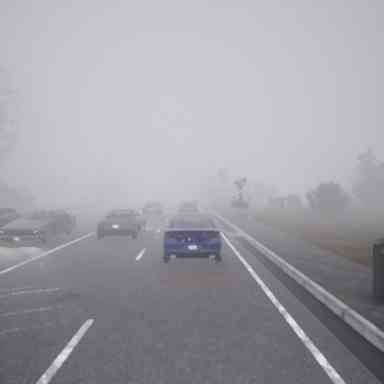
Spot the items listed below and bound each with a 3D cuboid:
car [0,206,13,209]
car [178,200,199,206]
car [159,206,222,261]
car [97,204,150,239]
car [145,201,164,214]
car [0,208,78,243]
[{"bbox_3d":[-10.780,1.511,17.697,1.837,1.490,4.892,0,0,-1],"label":"car"},{"bbox_3d":[-0.345,1.495,32.832,2.128,1.511,4.902,0,0,-1],"label":"car"},{"bbox_3d":[-0.010,1.479,12.268,1.882,1.535,5.008,0,0,-1],"label":"car"},{"bbox_3d":[-3.582,1.567,17.484,1.994,1.385,4.181,0,0,-1],"label":"car"},{"bbox_3d":[-3.852,1.569,33.236,1.994,1.385,4.181,0,0,-1],"label":"car"},{"bbox_3d":[-7.259,1.552,16.391,2.033,1.411,5.357,0,0,-1],"label":"car"}]
